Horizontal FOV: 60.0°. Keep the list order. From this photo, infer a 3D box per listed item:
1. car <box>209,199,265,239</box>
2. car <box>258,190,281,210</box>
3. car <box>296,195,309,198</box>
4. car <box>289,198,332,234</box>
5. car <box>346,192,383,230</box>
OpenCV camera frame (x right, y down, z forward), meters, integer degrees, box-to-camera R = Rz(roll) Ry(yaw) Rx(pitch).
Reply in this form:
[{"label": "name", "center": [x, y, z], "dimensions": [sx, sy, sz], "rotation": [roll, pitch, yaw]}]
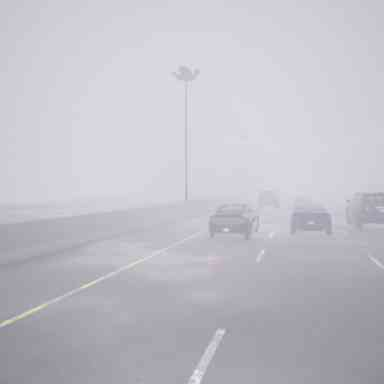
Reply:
[{"label": "car", "center": [2.159, 1.333, 16.298], "dimensions": [2.128, 1.511, 4.902], "rotation": [0, 1, 17]}, {"label": "car", "center": [8.523, 0.854, 36.780], "dimensions": [2.150, 2.045, 5.566], "rotation": [0, -1, 17]}, {"label": "car", "center": [12.301, 1.136, 37.146], "dimensions": [1.837, 1.490, 4.892], "rotation": [0, 0, 17]}, {"label": "car", "center": [6.363, 1.298, 18.031], "dimensions": [1.882, 1.535, 5.008], "rotation": [0, 1, 17]}, {"label": "car", "center": [10.450, 1.024, 19.387], "dimensions": [2.150, 2.045, 5.566], "rotation": [0, 0, 17]}]
